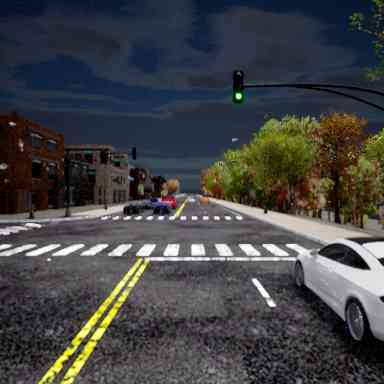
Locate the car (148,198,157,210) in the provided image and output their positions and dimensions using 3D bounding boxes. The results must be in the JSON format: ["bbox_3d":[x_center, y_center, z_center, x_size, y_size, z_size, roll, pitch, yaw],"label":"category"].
[{"bbox_3d":[-6.645,1.796,47.992,2.033,1.411,5.357,0,0,-1],"label":"car"}]

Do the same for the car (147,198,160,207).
[{"bbox_3d":[-6.651,1.827,58.030,1.812,1.442,4.674,0,0,0],"label":"car"}]

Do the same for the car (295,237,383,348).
[{"bbox_3d":[3.350,1.558,6.184,1.812,1.442,4.674,0,0,2],"label":"car"}]

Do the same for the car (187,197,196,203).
[{"bbox_3d":[-0.128,1.934,78.652,1.812,1.442,4.674,0,0,0],"label":"car"}]

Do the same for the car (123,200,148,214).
[{"bbox_3d":[-6.618,1.798,38.206,1.895,1.301,4.718,0,0,0],"label":"car"}]

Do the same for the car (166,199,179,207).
[{"bbox_3d":[-3.401,1.866,58.157,1.994,1.385,4.181,0,0,0],"label":"car"}]

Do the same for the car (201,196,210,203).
[{"bbox_3d":[3.122,1.765,78.543,2.097,1.767,4.553,0,0,0],"label":"car"}]

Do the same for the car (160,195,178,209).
[{"bbox_3d":[-3.398,1.471,48.109,2.150,2.045,5.566,0,0,-1],"label":"car"}]

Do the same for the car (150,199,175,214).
[{"bbox_3d":[-3.368,1.798,38.216,1.895,1.301,4.718,0,0,0],"label":"car"}]
